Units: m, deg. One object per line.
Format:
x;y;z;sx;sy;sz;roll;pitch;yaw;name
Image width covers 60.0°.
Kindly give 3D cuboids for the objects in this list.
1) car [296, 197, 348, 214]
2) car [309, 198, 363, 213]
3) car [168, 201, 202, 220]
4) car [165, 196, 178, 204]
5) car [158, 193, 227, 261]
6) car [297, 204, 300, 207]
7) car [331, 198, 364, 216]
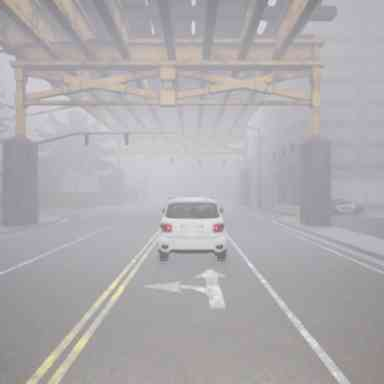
13.597;1.362;34.819;4.974;1.542;2.038;0;0;25;car
13.318;1.216;30.678;4.536;1.218;1.853;0;0;-20;car
-0.707;1.492;28.646;1.994;1.385;4.181;0;0;-15;car
-3.536;1.443;58.352;1.895;1.301;4.718;0;0;1;car
0.035;1.198;12.359;2.150;2.045;5.566;0;0;1;car
13.644;1.204;34.797;4.536;1.218;1.853;0;0;25;car
13.269;1.374;30.661;4.974;1.542;2.038;0;0;-20;car
